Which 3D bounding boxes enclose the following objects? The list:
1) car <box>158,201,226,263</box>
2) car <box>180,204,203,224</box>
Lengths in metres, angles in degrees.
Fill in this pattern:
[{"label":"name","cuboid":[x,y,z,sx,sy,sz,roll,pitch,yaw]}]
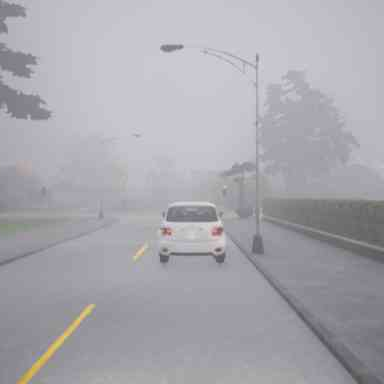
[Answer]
[{"label":"car","cuboid":[0.006,1.351,12.562,2.150,2.045,5.566,0,0,0]},{"label":"car","cuboid":[-0.093,1.814,28.899,1.812,1.442,4.674,0,0,-2]}]
